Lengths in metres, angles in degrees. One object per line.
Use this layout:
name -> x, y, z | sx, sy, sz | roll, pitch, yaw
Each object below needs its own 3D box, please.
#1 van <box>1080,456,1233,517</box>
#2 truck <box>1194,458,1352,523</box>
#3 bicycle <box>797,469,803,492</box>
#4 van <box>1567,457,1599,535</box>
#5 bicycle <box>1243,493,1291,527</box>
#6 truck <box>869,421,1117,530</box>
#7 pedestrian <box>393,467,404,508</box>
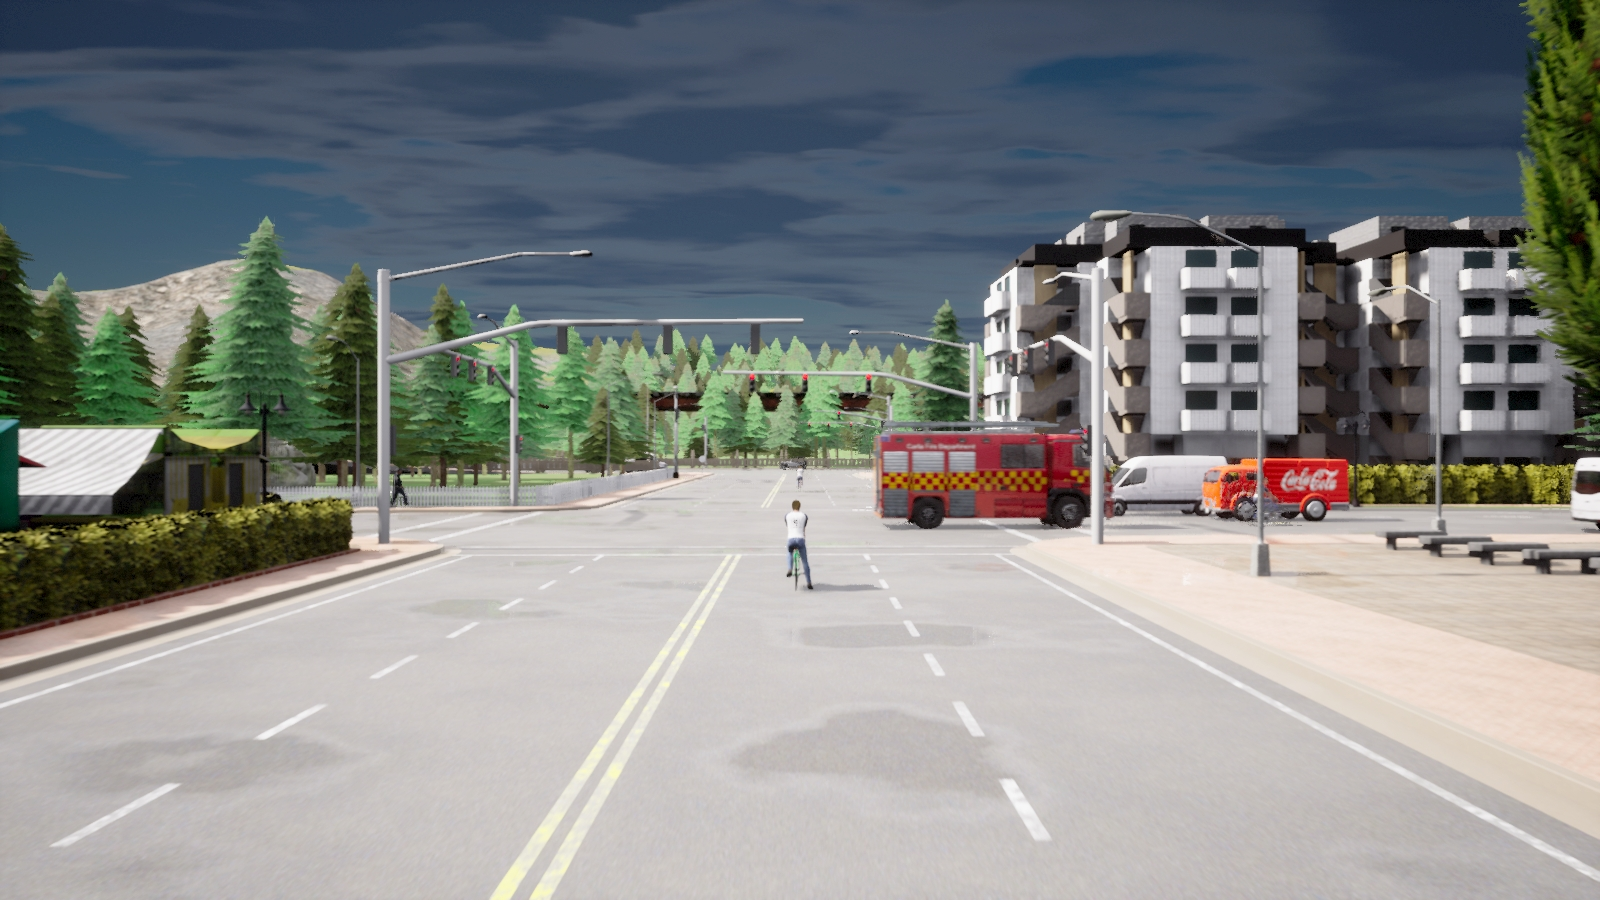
van -> 15.206, 1.536, 48.907 | 5.915, 2.561, 1.988 | 0, 0, -2
truck -> 18.786, 1.569, 45.549 | 5.204, 2.467, 2.627 | 0, 0, -2
bicycle -> 0.001, 2.058, 76.374 | 0.373, 1.496, 1.643 | 0, 0, 0
van -> 29.493, 1.535, 38.421 | 5.915, 2.561, 1.988 | 0, 0, 5
bicycle -> 17.199, 2.207, 42.073 | 1.643, 1.196, 0.373 | 0, 0, -2
truck -> 6.887, 0.892, 41.613 | 8.468, 3.827, 2.891 | 0, 0, -2
pedestrian -> -18.317, 1.699, 52.179 | 0.375, 1.860, 0.375 | 0, 0, -2
